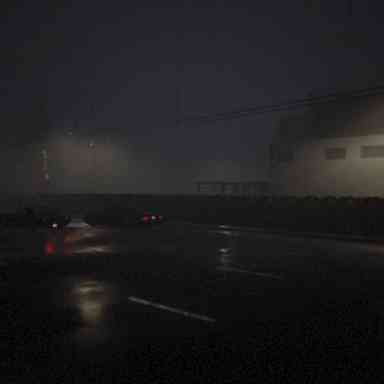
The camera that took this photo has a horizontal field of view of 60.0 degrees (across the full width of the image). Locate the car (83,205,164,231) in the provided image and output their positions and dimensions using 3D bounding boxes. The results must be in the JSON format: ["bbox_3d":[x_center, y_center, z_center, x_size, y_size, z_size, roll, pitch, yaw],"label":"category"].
[{"bbox_3d":[-4.178,1.459,19.877,5.357,1.411,2.033,0,0,36],"label":"car"}]

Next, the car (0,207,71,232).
[{"bbox_3d":[-9.159,1.490,19.131,4.718,1.301,1.895,0,0,36],"label":"car"}]
